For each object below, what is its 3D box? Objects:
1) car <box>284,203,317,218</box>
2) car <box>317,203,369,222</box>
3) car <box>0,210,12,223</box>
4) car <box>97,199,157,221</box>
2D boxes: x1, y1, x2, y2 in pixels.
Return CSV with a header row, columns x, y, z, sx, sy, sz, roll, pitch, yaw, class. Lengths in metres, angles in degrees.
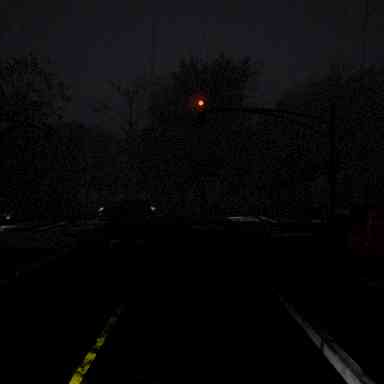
x,y,z,sx,sy,sz,roll,pitch,yaw,class
10.710,1.651,29.596,4.718,1.301,1.895,0,0,0,car
12.803,1.654,26.353,4.718,1.301,1.895,0,0,0,car
-14.896,1.472,22.807,4.674,1.442,1.812,0,0,0,car
-5.091,1.342,26.289,4.553,1.767,2.097,0,0,0,car
